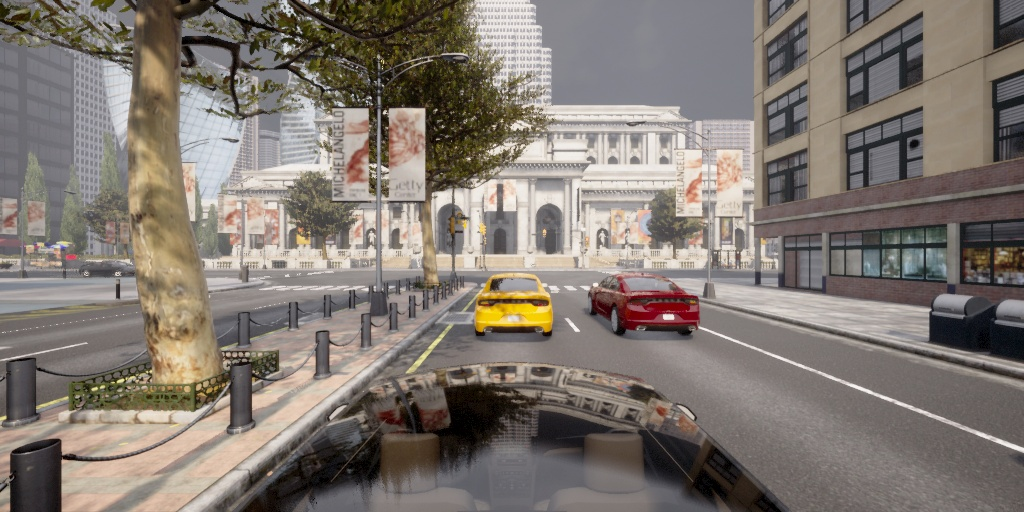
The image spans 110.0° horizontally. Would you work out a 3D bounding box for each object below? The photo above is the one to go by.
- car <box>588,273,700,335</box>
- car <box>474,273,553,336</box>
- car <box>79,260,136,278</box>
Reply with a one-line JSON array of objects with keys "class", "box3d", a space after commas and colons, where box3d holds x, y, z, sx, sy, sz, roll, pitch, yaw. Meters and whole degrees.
[{"class": "car", "box3d": [3.558, 1.228, 10.582, 1.882, 1.535, 5.008, 0, 0, 0]}, {"class": "car", "box3d": [0.056, 1.228, 10.403, 1.882, 1.535, 5.008, 0, 0, 1]}, {"class": "car", "box3d": [-37.953, 1.254, 34.068, 4.892, 1.490, 1.837, 0, 0, 0]}]
